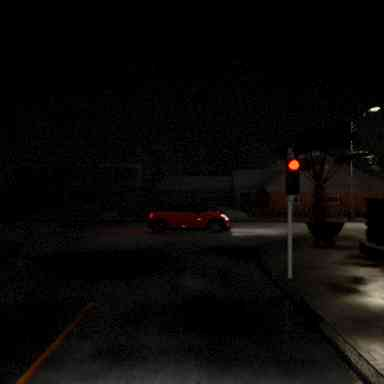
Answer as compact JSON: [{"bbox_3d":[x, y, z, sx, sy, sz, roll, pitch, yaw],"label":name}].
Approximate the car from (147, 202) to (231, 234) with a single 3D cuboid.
[{"bbox_3d":[-0.137,1.347,18.584,4.553,1.767,2.097,0,0,0],"label":"car"}]
